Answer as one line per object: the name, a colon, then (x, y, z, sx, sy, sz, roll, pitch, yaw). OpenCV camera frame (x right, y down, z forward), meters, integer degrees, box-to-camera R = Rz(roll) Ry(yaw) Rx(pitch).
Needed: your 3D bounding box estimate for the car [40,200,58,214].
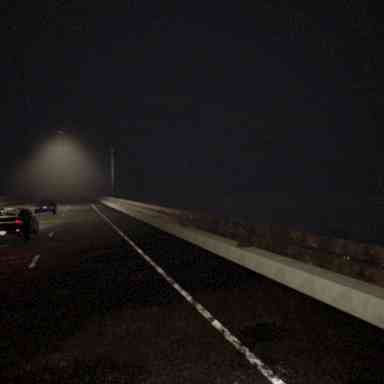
car: (-14.820, 1.531, 33.995, 2.033, 1.411, 5.357, -1, 0, -19)

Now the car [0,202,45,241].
car: (-8.732, 1.508, 16.282, 2.128, 1.511, 4.902, -1, 0, -19)
